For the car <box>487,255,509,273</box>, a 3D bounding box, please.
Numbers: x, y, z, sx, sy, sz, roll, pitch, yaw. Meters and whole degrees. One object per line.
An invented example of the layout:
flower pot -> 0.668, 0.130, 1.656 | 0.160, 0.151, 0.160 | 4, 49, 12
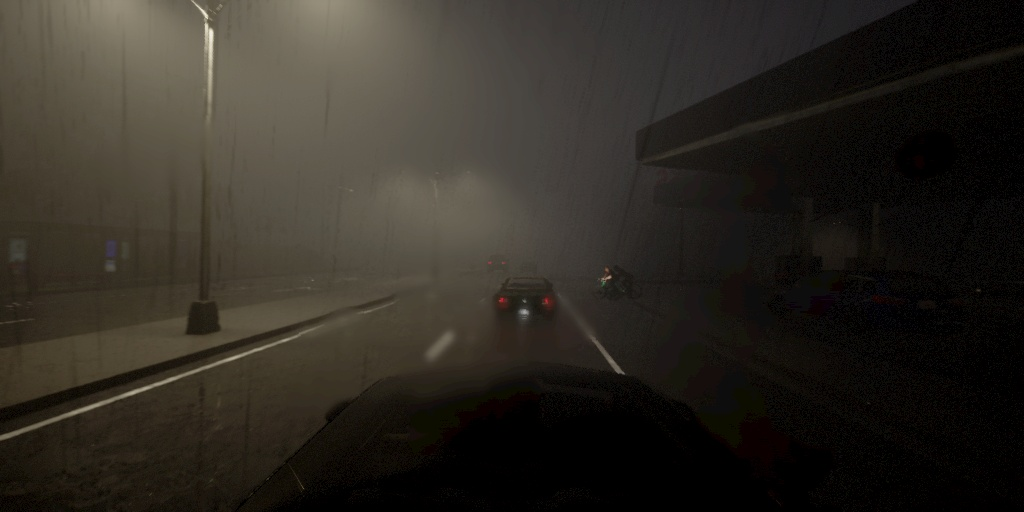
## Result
car -> -1.553, 0.899, 41.359 | 2.150, 2.045, 5.566 | 1, 0, 3

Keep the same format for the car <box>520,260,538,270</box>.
car -> 1.932, 1.240, 41.229 | 2.128, 1.511, 4.902 | 1, 0, 4

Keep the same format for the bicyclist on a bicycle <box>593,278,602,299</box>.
bicyclist on a bicycle -> 4.660, 1.282, 17.228 | 1.656, 1.620, 0.582 | 1, 0, -15

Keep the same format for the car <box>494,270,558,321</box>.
car -> 0.526, 1.350, 12.590 | 1.895, 1.301, 4.718 | 1, 0, 3

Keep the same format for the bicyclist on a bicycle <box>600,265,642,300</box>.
bicyclist on a bicycle -> 5.101, 1.226, 16.638 | 1.656, 1.620, 0.582 | -9, -3, 20
